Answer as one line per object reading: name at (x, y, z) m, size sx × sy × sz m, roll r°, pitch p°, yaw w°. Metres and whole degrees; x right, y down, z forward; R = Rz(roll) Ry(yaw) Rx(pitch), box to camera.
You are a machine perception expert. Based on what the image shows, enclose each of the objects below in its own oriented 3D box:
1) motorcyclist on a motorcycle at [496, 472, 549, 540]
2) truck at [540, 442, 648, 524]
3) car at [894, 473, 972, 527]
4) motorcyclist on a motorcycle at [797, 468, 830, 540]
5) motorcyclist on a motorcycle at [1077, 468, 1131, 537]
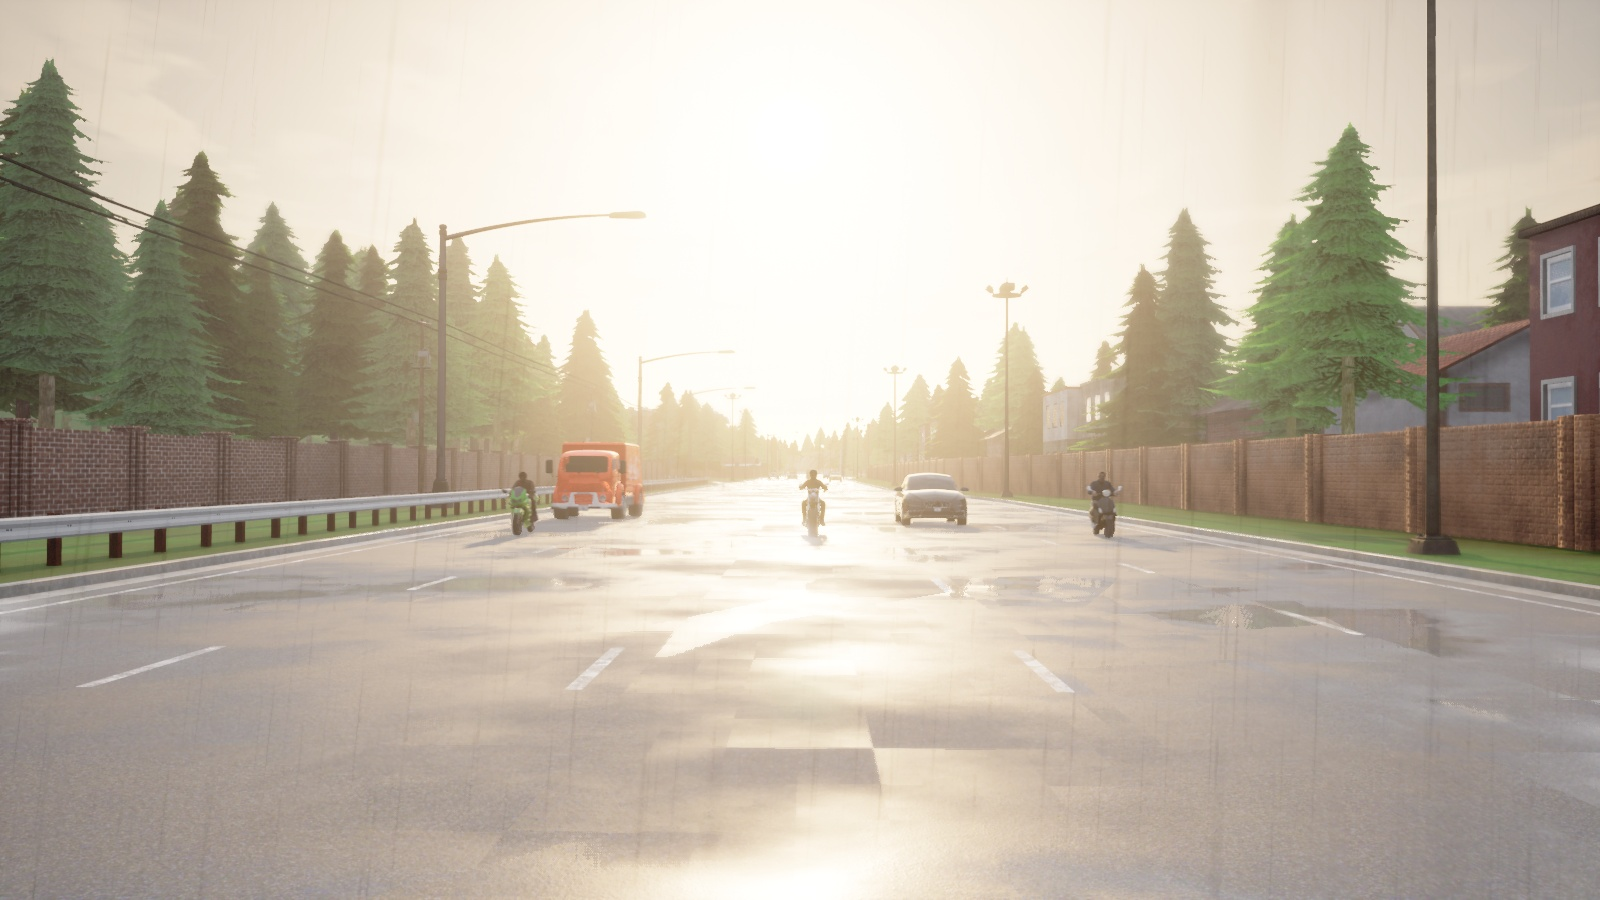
motorcyclist on a motorcycle at (-6.667, 1.329, 30.301) m, size 0.797 × 1.523 × 2.044 m, roll 0°, pitch 0°, yaw 1°
truck at (-6.590, 1.036, 40.914) m, size 2.627 × 2.467 × 5.204 m, roll 0°, pitch -1°, yaw 1°
car at (3.883, 1.431, 37.442) m, size 1.837 × 1.490 × 4.892 m, roll 0°, pitch -1°, yaw 1°
motorcyclist on a motorcycle at (0.334, 1.274, 30.444) m, size 0.766 × 1.649 × 2.350 m, roll 0°, pitch 0°, yaw 1°
motorcyclist on a motorcycle at (7.333, 1.248, 30.370) m, size 0.866 × 1.590 × 1.817 m, roll 0°, pitch 0°, yaw 1°
